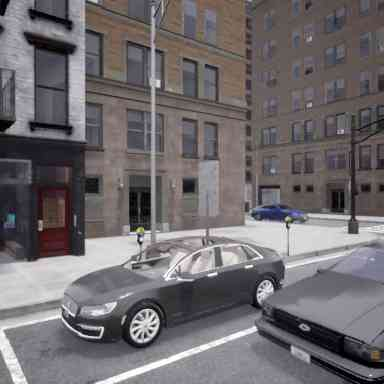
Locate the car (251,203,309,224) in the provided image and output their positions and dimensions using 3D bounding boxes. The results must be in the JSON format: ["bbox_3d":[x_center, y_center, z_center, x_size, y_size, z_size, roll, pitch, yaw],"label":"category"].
[{"bbox_3d":[6.637,1.612,25.604,1.812,1.442,4.674,0,0,-39],"label":"car"}]

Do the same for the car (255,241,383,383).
[{"bbox_3d":[3.553,1.547,5.371,5.357,1.411,2.033,0,0,-32],"label":"car"}]

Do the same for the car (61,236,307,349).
[{"bbox_3d":[-0.095,1.551,6.186,4.403,1.369,2.008,0,0,-37],"label":"car"}]
